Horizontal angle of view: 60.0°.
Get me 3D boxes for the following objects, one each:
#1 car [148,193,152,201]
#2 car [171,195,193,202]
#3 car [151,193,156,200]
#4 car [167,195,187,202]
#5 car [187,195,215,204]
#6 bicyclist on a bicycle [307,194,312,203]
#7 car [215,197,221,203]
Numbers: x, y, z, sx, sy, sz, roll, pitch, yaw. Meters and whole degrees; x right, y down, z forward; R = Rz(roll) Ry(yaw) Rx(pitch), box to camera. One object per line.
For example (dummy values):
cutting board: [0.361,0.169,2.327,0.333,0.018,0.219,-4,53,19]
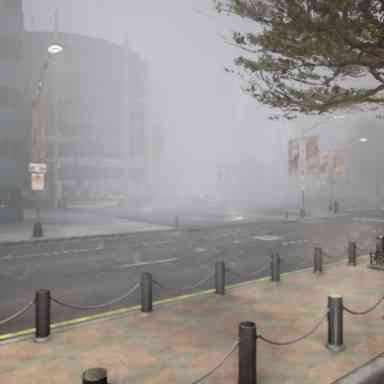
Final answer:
car: [-12.891,1.542,81.805,4.718,1.301,1.895,0,0,12]
car: [-2.404,1.521,81.402,4.902,1.511,2.128,0,0,26]
car: [-11.933,1.162,85.171,5.566,2.045,2.150,0,0,12]
car: [-3.642,1.521,78.111,4.674,1.442,1.812,0,0,26]
car: [1.710,1.522,64.976,1.812,1.442,4.674,0,0,-41]
bicyclist on a bicycle: [23.380,1.294,66.035,1.656,1.620,0.582,0,0,-36]
car: [3.785,1.351,68.096,2.097,1.767,4.553,0,0,-45]
